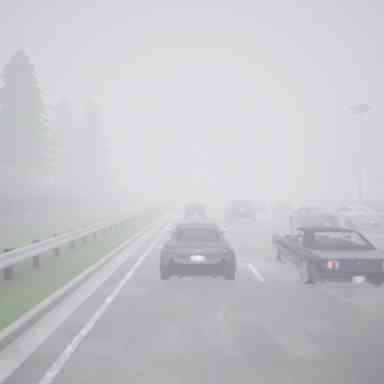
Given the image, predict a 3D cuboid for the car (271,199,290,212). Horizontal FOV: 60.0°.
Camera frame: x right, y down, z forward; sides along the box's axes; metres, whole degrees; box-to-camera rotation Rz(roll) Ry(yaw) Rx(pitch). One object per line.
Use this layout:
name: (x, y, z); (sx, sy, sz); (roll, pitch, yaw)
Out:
car: (10.844, 1.588, 40.147); (1.812, 1.442, 4.674); (0, 0, 0)

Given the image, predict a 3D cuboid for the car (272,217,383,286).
car: (3.651, 1.619, 9.458); (1.895, 1.301, 4.718); (0, 0, 0)

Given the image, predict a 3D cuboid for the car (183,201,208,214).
car: (0.277, 1.527, 28.365); (1.837, 1.490, 4.892); (0, 0, 0)

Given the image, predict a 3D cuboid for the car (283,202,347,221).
car: (7.217, 1.563, 20.014); (1.812, 1.442, 4.674); (0, 0, 0)

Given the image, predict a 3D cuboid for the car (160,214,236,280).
car: (0.156, 1.572, 10.045); (1.994, 1.385, 4.181); (0, 0, 0)

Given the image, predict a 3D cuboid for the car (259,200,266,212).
car: (7.348, 1.615, 38.925); (1.994, 1.385, 4.181); (0, 0, 0)

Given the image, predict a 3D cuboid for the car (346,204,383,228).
car: (10.728, 1.575, 22.139); (1.812, 1.442, 4.674); (0, 0, 0)

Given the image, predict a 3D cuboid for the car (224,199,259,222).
car: (3.769, 1.384, 27.011); (2.097, 1.767, 4.553); (0, 0, 0)
